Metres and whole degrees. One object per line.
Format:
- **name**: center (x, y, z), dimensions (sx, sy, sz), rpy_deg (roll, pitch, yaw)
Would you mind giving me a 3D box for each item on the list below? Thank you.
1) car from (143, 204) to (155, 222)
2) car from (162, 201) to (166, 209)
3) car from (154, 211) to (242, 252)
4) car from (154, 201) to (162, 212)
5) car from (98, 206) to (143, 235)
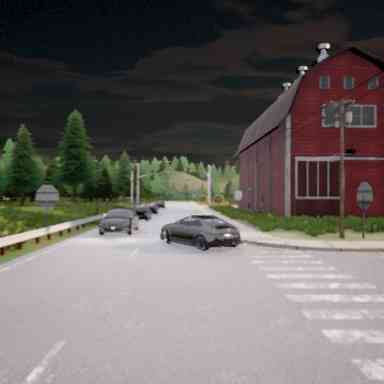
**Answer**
- **car**: center (-4.710, 1.958, 30.233), dimensions (1.895, 1.301, 4.718), rpy_deg (0, -1, -2)
- **car**: center (-5.557, 2.248, 57.875), dimensions (2.033, 1.411, 5.357), rpy_deg (0, -1, -2)
- **car**: center (0.294, 1.758, 15.219), dimensions (1.994, 1.385, 4.181), rpy_deg (0, -1, -37)
- **car**: center (-5.034, 2.077, 39.821), dimensions (1.895, 1.301, 4.718), rpy_deg (0, -1, -2)
- **car**: center (-4.368, 1.740, 20.417), dimensions (1.837, 1.490, 4.892), rpy_deg (0, -1, -2)
